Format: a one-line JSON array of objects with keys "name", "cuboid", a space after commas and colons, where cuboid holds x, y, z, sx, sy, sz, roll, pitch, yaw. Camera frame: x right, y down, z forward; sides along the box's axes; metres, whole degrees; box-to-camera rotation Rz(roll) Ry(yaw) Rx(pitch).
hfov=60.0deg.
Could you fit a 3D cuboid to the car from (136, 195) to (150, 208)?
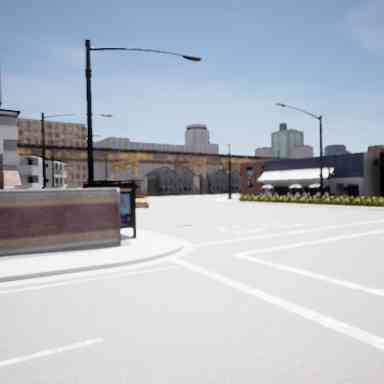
[{"name": "car", "cuboid": [-6.872, 1.136, 41.642, 2.097, 1.767, 4.553, -2, 1, -27]}]
